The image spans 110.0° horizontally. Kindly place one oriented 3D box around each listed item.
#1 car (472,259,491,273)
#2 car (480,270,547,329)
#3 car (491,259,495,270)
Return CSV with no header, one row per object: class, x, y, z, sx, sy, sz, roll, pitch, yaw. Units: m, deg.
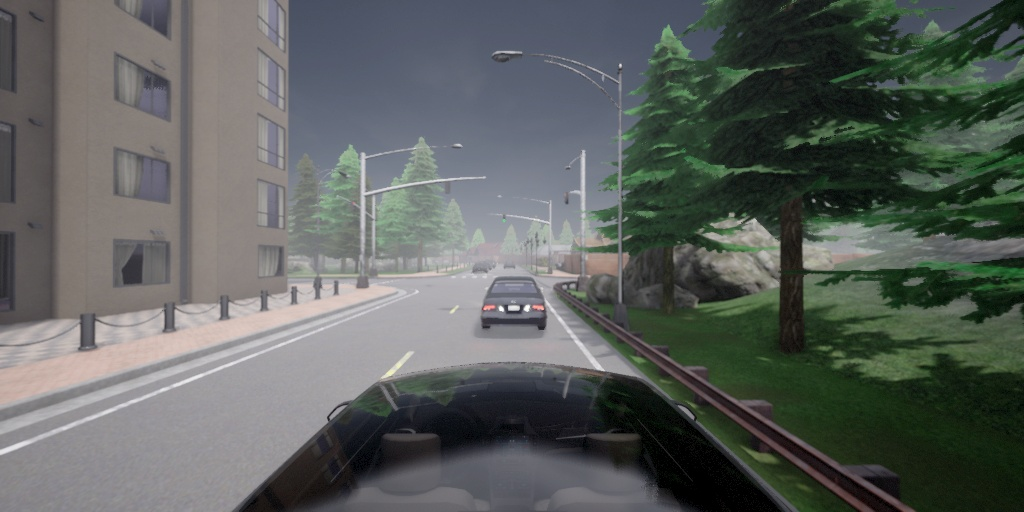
car,-4.020,1.438,46.034,1.837,1.490,4.892,0,0,0
car,0.069,1.344,11.393,2.033,1.411,5.357,0,0,1
car,-4.078,1.484,55.500,1.837,1.490,4.892,0,0,0
